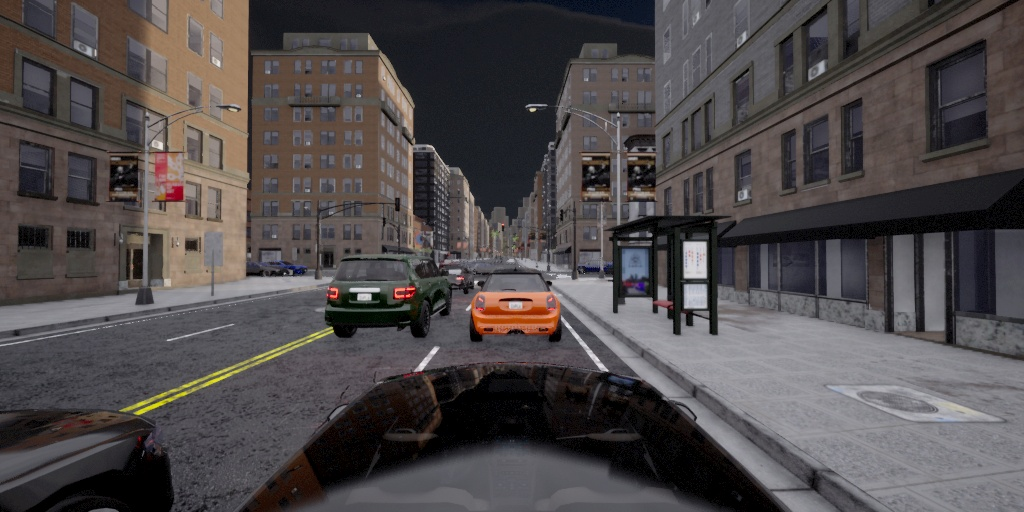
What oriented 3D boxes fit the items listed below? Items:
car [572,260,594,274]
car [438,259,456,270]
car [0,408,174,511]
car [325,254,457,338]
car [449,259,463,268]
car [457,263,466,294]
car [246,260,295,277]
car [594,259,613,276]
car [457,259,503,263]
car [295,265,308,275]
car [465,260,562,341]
[{"bbox_3d":[9.339,1.223,42.126,4.553,1.767,2.097,0,-1,0],"label":"car"},{"bbox_3d":[-9.976,1.249,55.312,1.882,1.535,5.008,0,0,0],"label":"car"},{"bbox_3d":[-3.144,1.241,0.336,2.128,1.511,4.902,0,0,0],"label":"car"},{"bbox_3d":[-3.173,0.975,10.373,2.150,2.045,5.566,0,0,0],"label":"car"},{"bbox_3d":[-9.966,1.297,64.364,1.812,1.442,4.674,0,0,0],"label":"car"},{"bbox_3d":[-3.202,1.283,20.080,1.812,1.442,4.674,0,0,0],"label":"car"},{"bbox_3d":[-22.923,1.178,31.978,5.357,1.411,2.033,0,-1,0],"label":"car"},{"bbox_3d":[12.210,1.058,38.897,5.566,2.045,2.150,0,-1,-1],"label":"car"},{"bbox_3d":[-3.159,1.288,34.538,2.033,1.411,5.357,-1,-1,44],"label":"car"},{"bbox_3d":[-22.793,1.152,35.228,5.008,1.535,1.882,0,-1,0],"label":"car"},{"bbox_3d":[0.079,1.105,9.988,2.097,1.767,4.553,0,0,0],"label":"car"}]
